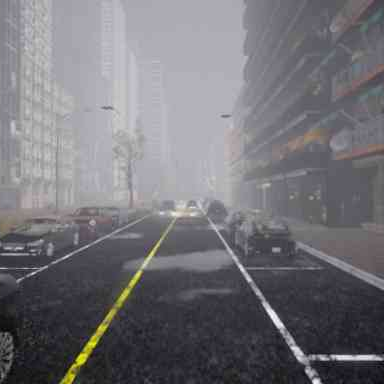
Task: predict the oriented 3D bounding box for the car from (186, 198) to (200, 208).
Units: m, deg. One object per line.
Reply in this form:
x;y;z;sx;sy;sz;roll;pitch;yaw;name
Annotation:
0.007;1.847;52.972;1.812;1.442;4.674;0;0;0;car

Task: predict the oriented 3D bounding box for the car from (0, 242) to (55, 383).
-3.100;1.506;2.404;2.128;1.511;4.902;0;0;0;car

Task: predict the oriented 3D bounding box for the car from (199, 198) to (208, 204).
2.698;2.049;79.181;2.008;1.369;4.403;0;0;0;car

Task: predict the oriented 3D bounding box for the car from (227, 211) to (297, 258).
2.692;1.624;12.790;2.008;1.369;4.403;0;0;0;car

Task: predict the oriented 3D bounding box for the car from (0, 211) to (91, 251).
-5.689;1.625;12.792;2.008;1.369;4.403;0;0;0;car

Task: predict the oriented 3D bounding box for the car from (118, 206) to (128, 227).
-5.688;1.689;23.856;2.008;1.369;4.403;0;0;0;car

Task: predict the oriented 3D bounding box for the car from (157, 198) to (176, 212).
-3.079;1.736;43.385;1.882;1.535;5.008;0;0;0;car

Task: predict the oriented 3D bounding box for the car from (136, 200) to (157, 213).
-5.686;1.764;40.284;1.752;1.417;4.829;0;0;0;car

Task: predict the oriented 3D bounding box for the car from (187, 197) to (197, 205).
0.010;1.875;67.950;2.128;1.511;4.902;0;0;0;car

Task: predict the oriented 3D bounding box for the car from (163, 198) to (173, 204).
-5.682;2.043;79.182;1.887;1.381;4.507;0;0;0;car

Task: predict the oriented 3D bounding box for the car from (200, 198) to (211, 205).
2.697;1.973;68.115;2.008;1.369;4.403;0;0;0;car

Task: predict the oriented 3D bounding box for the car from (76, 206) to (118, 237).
-5.688;1.546;18.325;1.967;1.590;4.097;0;0;0;car

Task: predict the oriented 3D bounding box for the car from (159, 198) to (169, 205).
-5.683;1.946;67.947;1.752;1.417;4.829;0;0;0;car

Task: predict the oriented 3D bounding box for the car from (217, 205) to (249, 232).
2.692;1.656;18.323;2.008;1.369;4.403;0;0;0;car

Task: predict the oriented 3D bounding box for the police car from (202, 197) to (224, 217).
2.370;1.622;33.700;1.930;1.638;5.238;0;0;0;police car

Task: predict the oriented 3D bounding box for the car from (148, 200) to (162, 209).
-5.685;1.894;51.519;1.802;1.307;4.206;0;0;0;car
